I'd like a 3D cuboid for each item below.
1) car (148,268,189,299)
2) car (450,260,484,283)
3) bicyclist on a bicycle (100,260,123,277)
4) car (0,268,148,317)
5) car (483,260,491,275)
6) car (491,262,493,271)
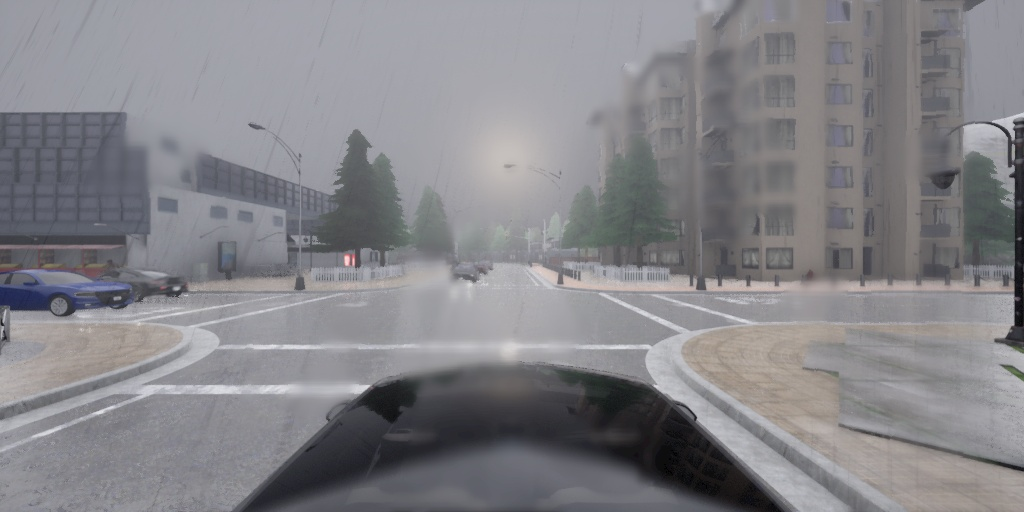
[{"bbox_3d":[-17.119,1.259,16.013,4.674,1.442,1.812,0,0,4],"label":"car"},{"bbox_3d":[-3.557,1.296,27.899,2.033,1.411,5.357,0,0,-1],"label":"car"},{"bbox_3d":[-22.375,1.034,20.107,0.582,1.620,1.656,0,0,1],"label":"bicyclist on a bicycle"},{"bbox_3d":[-16.294,1.212,12.565,5.008,1.535,1.882,0,0,1],"label":"car"},{"bbox_3d":[-3.604,1.349,38.446,1.895,1.301,4.718,0,0,0],"label":"car"},{"bbox_3d":[-3.565,1.294,49.193,2.033,1.411,5.357,0,0,0],"label":"car"}]
